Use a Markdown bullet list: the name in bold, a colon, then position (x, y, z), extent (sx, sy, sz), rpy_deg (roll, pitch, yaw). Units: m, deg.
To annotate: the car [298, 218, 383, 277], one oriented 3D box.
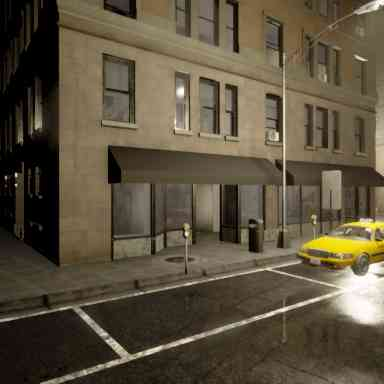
- **car**: position (5.253, 1.526, 10.273), extent (4.829, 1.417, 1.752), rpy_deg (0, 0, -35)
